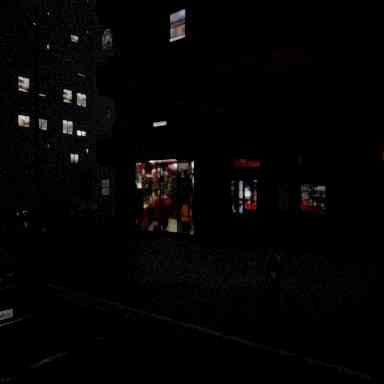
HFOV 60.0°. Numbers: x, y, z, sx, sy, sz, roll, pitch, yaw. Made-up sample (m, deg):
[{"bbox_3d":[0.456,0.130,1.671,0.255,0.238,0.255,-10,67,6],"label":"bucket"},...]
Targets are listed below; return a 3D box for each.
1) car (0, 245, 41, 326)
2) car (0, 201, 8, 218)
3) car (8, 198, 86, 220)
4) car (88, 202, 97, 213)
[{"bbox_3d":[-4.505,1.551,6.083,4.403,1.369,2.008,0,0,35],"label":"car"},{"bbox_3d":[-14.075,1.350,26.090,2.008,1.369,4.403,1,1,35],"label":"car"},{"bbox_3d":[-11.109,1.283,25.834,1.837,1.490,4.892,0,1,35],"label":"car"},{"bbox_3d":[-10.987,1.250,30.516,1.752,1.417,4.829,1,1,35],"label":"car"}]
